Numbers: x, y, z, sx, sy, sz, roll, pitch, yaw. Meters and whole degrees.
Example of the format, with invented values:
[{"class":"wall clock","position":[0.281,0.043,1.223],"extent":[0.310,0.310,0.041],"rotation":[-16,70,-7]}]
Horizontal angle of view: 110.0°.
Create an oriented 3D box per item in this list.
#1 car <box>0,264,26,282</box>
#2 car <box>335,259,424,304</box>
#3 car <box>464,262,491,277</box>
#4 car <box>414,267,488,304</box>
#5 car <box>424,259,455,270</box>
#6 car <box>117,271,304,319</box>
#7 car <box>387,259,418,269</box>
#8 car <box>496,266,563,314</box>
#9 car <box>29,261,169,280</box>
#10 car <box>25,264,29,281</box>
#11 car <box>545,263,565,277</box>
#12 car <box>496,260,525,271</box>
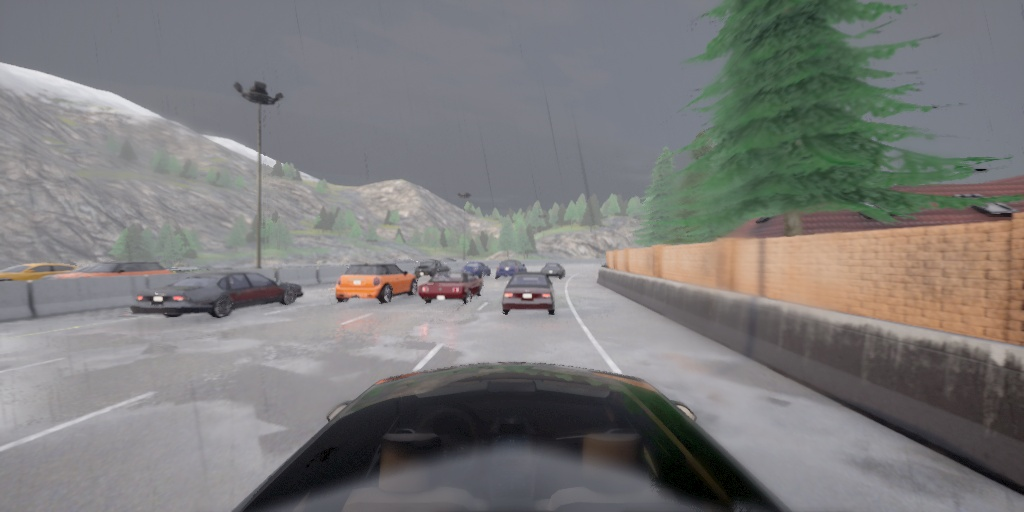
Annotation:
[{"class":"car","position":[-26.929,1.159,20.211],"extent":[1.882,1.535,5.008],"rotation":[0,0,7]},{"class":"car","position":[-6.009,1.090,16.519],"extent":[2.097,1.767,4.553],"rotation":[0,0,6]},{"class":"car","position":[-3.320,1.278,33.394],"extent":[1.812,1.442,4.674],"rotation":[0,0,12]},{"class":"car","position":[-2.557,1.349,16.262],"extent":[1.895,1.301,4.718],"rotation":[0,0,6]},{"class":"car","position":[-7.078,1.246,32.456],"extent":[1.837,1.490,4.892],"rotation":[0,0,12]},{"class":"car","position":[-9.911,1.274,12.742],"extent":[2.033,1.411,5.357],"rotation":[0,0,5]},{"class":"car","position":[-17.934,1.268,59.077],"extent":[2.033,1.411,5.357],"rotation":[0,0,20]},{"class":"car","position":[0.694,1.304,13.785],"extent":[2.033,1.411,5.357],"rotation":[0,0,5]},{"class":"car","position":[-20.103,1.051,18.122],"extent":[2.097,1.767,4.553],"rotation":[0,0,6]},{"class":"car","position":[-23.376,1.196,20.515],"extent":[1.837,1.490,4.892],"rotation":[0,0,7]},{"class":"car","position":[3.816,1.336,33.119],"extent":[1.994,1.385,4.181],"rotation":[0,0,13]},{"class":"car","position":[0.013,1.113,32.123],"extent":[2.097,1.767,4.553],"rotation":[0,0,12]}]
